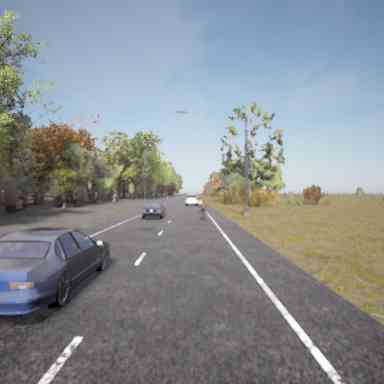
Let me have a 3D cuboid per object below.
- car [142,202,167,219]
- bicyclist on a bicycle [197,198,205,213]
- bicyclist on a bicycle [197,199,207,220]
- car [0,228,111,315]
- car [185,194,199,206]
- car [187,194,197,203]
[{"bbox_3d":[-3.418,1.637,30.514,2.033,1.411,5.357,0,0,0],"label":"car"},{"bbox_3d":[0.962,1.547,37.425,0.866,1.612,1.509,0,0,0],"label":"bicyclist on a bicycle"},{"bbox_3d":[0.949,1.534,27.554,0.582,1.620,1.656,0,0,0],"label":"bicyclist on a bicycle"},{"bbox_3d":[-3.406,1.571,7.876,2.033,1.411,5.357,0,0,0],"label":"car"},{"bbox_3d":[-0.013,1.399,59.133,2.150,2.045,5.566,0,0,1],"label":"car"},{"bbox_3d":[-0.038,1.453,76.208,2.150,2.045,5.566,0,0,0],"label":"car"}]
